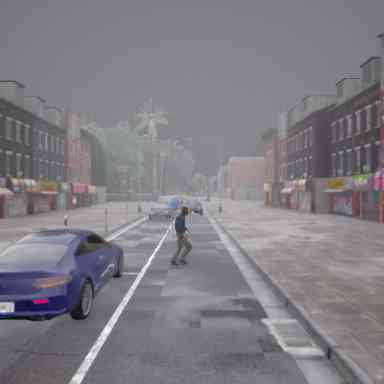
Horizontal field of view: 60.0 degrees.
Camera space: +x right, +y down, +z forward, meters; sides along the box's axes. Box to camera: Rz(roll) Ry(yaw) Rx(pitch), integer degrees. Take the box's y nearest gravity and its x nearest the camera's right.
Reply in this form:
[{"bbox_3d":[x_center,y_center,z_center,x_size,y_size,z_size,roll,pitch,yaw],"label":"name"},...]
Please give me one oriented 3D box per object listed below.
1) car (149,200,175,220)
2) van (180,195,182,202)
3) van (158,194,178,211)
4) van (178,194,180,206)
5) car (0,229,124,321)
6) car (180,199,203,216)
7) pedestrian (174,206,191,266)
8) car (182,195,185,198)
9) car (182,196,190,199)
[{"bbox_3d":[-2.642,1.585,28.142,1.802,1.307,4.206,0,0,0],"label":"car"},{"bbox_3d":[-2.644,1.366,44.536,1.690,1.788,3.998,0,0,0],"label":"van"},{"bbox_3d":[-2.643,1.352,33.607,1.690,1.788,3.998,0,0,0],"label":"van"},{"bbox_3d":[-2.644,1.359,39.071,1.690,1.788,3.998,0,0,0],"label":"van"},{"bbox_3d":[-2.751,1.523,7.174,1.812,1.442,4.674,0,0,0],"label":"car"},{"bbox_3d":[0.081,1.611,33.194,1.895,1.301,4.718,0,0,0],"label":"car"},{"bbox_3d":[-0.280,1.289,10.010,0.375,1.860,0.375,0,0,0],"label":"pedestrian"},{"bbox_3d":[-2.646,1.590,55.464,2.008,1.369,4.403,0,0,0],"label":"car"},{"bbox_3d":[0.031,1.590,46.100,1.994,1.385,4.181,0,0,1],"label":"car"}]
